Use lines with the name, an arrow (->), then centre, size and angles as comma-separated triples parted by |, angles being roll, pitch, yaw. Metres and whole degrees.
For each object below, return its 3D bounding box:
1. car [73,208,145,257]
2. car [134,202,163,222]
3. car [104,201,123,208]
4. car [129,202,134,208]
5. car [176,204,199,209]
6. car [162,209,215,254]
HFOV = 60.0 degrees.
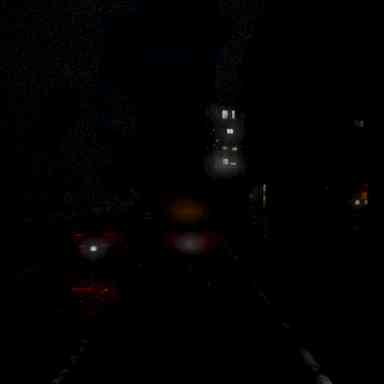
car -> -3.312, 1.650, 13.583 | 1.837, 1.490, 4.892 | 0, 0, 0
car -> -3.619, 1.790, 29.354 | 1.882, 1.535, 5.008 | 0, 0, -1
car -> -10.727, 1.983, 45.464 | 2.128, 1.511, 4.902 | 0, -1, -2
car -> -7.479, 2.055, 45.536 | 1.994, 1.385, 4.181 | 0, -1, -2
car -> -0.369, 1.791, 29.447 | 1.882, 1.535, 5.008 | 0, 0, -1
car -> -0.062, 1.673, 14.025 | 1.812, 1.442, 4.674 | 0, 0, 0
